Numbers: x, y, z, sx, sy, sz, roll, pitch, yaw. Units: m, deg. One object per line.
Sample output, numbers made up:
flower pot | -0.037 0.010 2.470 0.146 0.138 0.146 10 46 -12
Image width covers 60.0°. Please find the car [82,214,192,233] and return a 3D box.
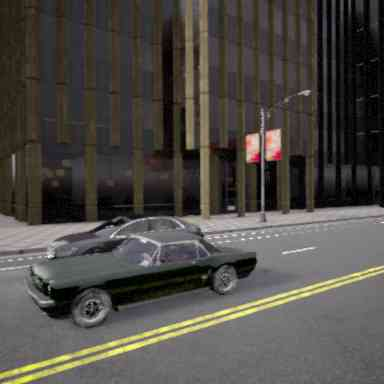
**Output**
car | -1.855 1.474 10.348 4.892 1.490 1.837 0 0 -36

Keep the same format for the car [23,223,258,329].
car | -0.895 1.578 7.040 4.718 1.301 1.895 0 0 -36
